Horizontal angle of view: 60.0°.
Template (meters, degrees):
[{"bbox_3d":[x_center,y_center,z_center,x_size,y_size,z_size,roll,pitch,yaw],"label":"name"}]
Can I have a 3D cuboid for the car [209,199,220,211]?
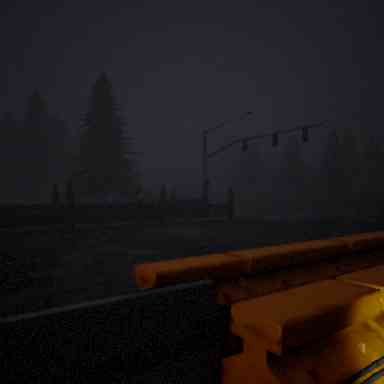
[{"bbox_3d":[1.996,1.545,41.306,1.882,1.535,5.008,0,0,-35],"label":"car"}]
